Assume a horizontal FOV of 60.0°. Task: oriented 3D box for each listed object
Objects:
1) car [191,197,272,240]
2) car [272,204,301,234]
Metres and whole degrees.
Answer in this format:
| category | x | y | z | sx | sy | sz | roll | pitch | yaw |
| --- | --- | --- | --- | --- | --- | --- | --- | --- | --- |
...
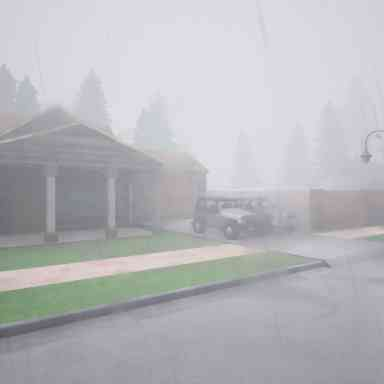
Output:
| category | x | y | z | sx | sy | sz | roll | pitch | yaw |
| --- | --- | --- | --- | --- | --- | --- | --- | --- | --- |
| car | 1.596 | 1.176 | 15.971 | 1.905 | 1.878 | 3.866 | 0 | 0 | -36 |
| car | 3.415 | 1.174 | 17.749 | 1.932 | 1.855 | 4.605 | 0 | 0 | -36 |
